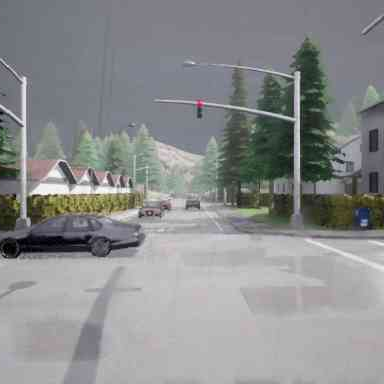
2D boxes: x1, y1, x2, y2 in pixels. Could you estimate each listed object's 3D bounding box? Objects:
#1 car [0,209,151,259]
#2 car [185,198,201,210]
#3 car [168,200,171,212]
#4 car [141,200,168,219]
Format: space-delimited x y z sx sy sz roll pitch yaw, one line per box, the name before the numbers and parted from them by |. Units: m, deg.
car | -4.353 1.500 11.842 5.357 1.411 2.033 -1 0 0
car | 0.110 1.517 43.314 1.837 1.490 4.892 0 0 0
car | -3.491 1.612 39.343 1.895 1.301 4.718 0 0 0
car | -3.493 1.572 29.348 1.994 1.385 4.181 0 0 0
